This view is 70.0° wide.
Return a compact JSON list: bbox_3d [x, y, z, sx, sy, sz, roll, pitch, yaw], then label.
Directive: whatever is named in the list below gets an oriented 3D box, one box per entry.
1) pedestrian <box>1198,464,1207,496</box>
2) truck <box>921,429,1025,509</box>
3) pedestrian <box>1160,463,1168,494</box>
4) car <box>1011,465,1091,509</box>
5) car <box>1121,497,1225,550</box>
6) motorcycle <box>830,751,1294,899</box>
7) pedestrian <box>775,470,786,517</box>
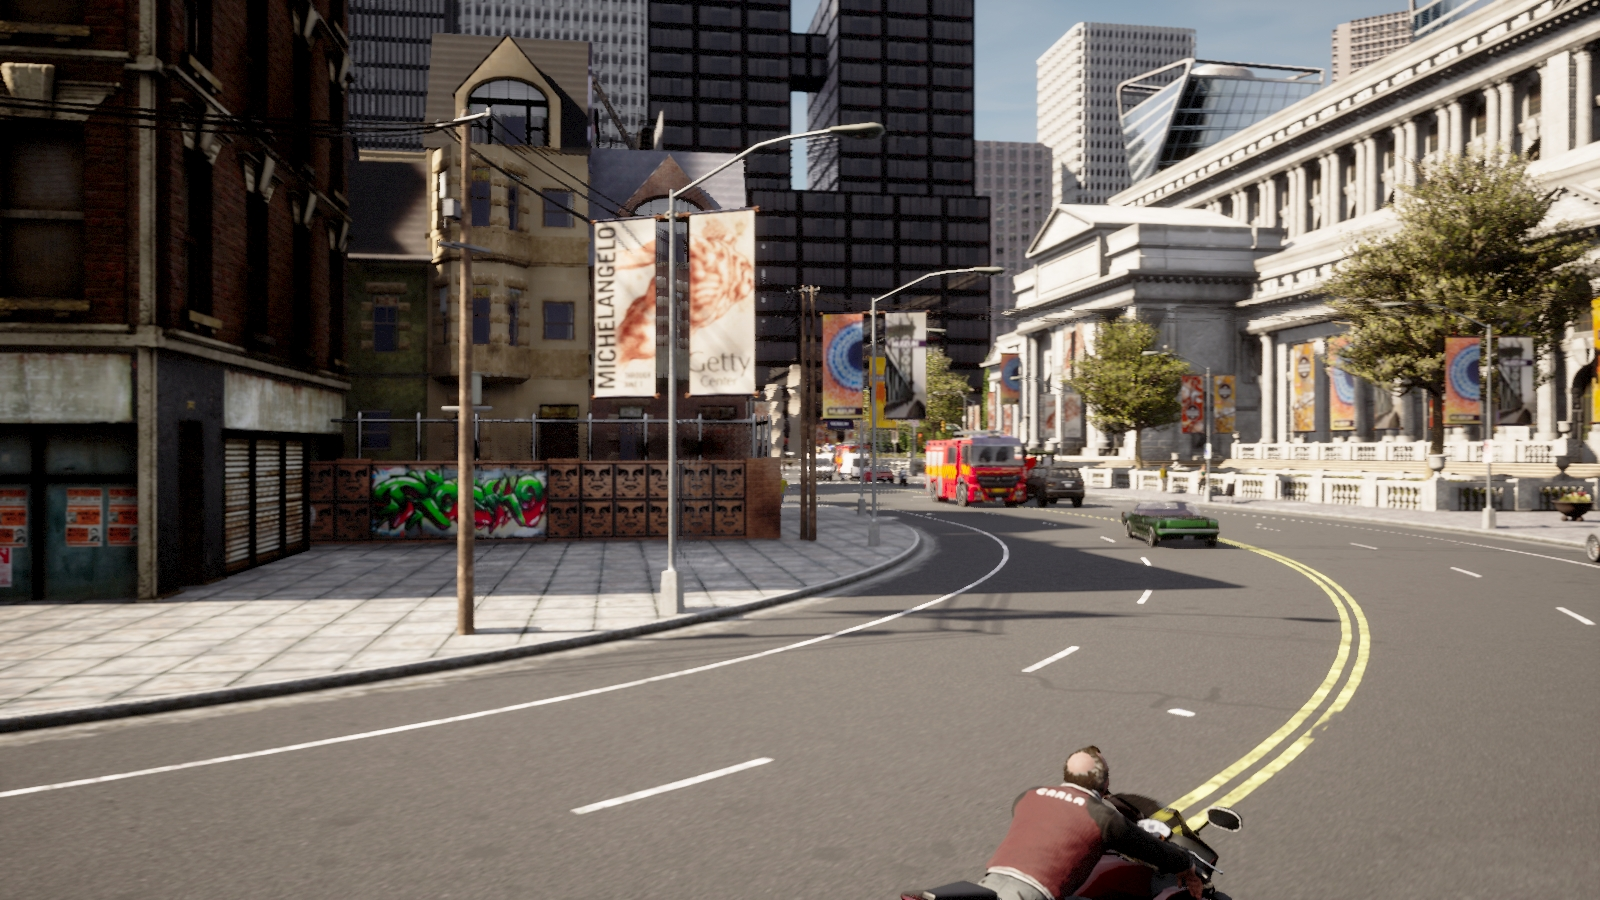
[{"bbox_3d":[23.269,1.730,66.020,0.375,1.860,0.375,0,0,-2],"label":"pedestrian"},{"bbox_3d":[8.730,0.924,58.882,2.891,3.827,8.468,0,0,-9],"label":"truck"},{"bbox_3d":[22.234,1.731,69.816,0.375,1.860,0.375,0,0,3],"label":"pedestrian"},{"bbox_3d":[12.660,1.811,58.054,2.150,2.045,5.566,0,0,-8],"label":"car"},{"bbox_3d":[11.177,2.172,34.579,1.895,1.301,4.718,0,0,4],"label":"car"},{"bbox_3d":[1.228,2.208,4.950,2.209,1.251,0.867,0,-1,-43],"label":"motorcycle"},{"bbox_3d":[-0.786,1.725,45.596,0.375,1.860,0.375,0,0,-9],"label":"pedestrian"}]
